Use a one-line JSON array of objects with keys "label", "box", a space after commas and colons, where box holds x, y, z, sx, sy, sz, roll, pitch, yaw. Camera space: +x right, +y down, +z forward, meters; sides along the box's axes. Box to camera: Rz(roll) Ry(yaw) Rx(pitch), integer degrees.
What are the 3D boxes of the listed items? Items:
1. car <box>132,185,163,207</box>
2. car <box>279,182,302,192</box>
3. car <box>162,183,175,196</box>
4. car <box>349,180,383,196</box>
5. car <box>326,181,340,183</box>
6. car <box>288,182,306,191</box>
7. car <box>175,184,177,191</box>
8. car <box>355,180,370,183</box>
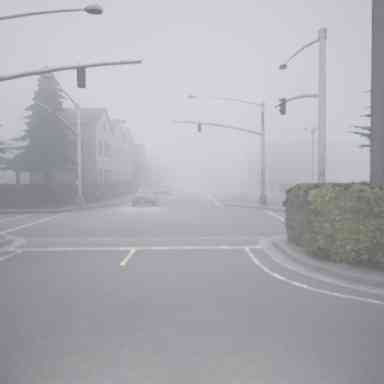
[{"label": "car", "box": [-3.817, 0.420, 28.109, 1.812, 1.442, 4.674, 0, 2, 1]}, {"label": "car", "box": [15.136, -0.709, 52.409, 2.007, 1.523, 4.514, -1, 2, -1]}, {"label": "car", "box": [-3.837, -0.217, 45.323, 2.033, 1.411, 5.357, 0, 2, 0]}, {"label": "car", "box": [22.155, -0.589, 42.451, 1.932, 1.855, 4.605, -1, 2, -1]}, {"label": "car", "box": [25.156, -1.224, 59.847, 2.152, 1.636, 5.027, -1, 2, -1]}, {"label": "car", "box": [18.742, -1.076, 59.478, 1.970, 1.475, 3.806, -1, 2, -1]}, {"label": "car", "box": [-3.845, -0.974, 63.689, 1.882, 1.535, 5.008, -1, 2, 0]}, {"label": "car", "box": [18.931, -0.280, 34.563, 1.905, 1.878, 3.866, -1, 2, -1]}]
